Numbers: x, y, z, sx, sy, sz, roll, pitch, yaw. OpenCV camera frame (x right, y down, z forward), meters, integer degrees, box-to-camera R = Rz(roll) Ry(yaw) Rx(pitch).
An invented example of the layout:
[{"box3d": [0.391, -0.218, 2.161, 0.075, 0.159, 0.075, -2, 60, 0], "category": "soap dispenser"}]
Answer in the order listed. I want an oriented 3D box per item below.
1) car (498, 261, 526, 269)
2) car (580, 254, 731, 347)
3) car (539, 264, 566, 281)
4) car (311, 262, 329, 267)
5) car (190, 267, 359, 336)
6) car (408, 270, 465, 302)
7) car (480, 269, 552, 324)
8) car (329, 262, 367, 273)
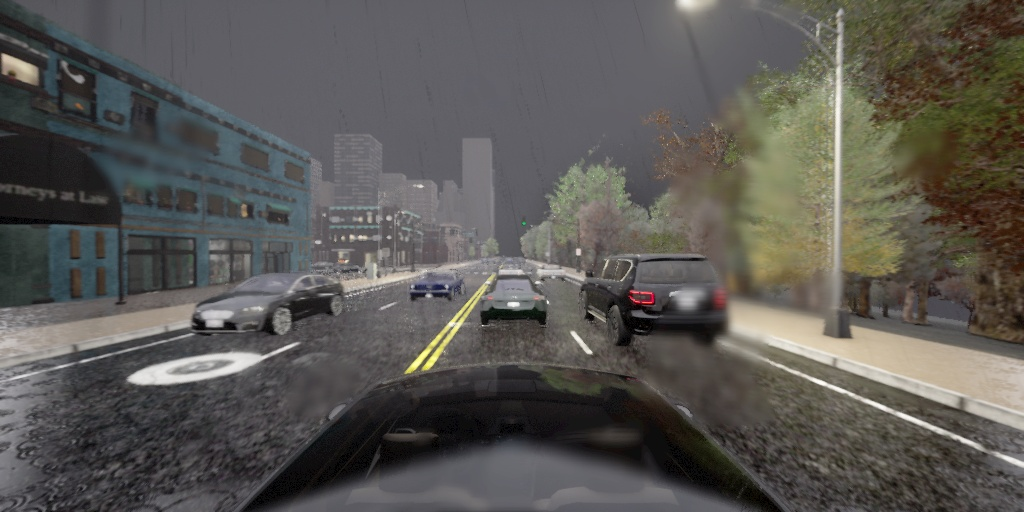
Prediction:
[{"box3d": [-0.090, 1.348, 29.593, 1.895, 1.301, 4.718, 0, 0, 0], "category": "car"}, {"box3d": [3.302, 0.968, 9.461, 2.150, 2.045, 5.566, 0, 0, 0], "category": "car"}, {"box3d": [3.160, 1.346, 29.559, 1.895, 1.301, 4.718, 0, 0, 0], "category": "car"}, {"box3d": [-28.650, 1.577, 53.816, 4.403, 1.370, 2.007, 0, 0, 0], "category": "car"}, {"box3d": [-6.652, 1.245, 10.450, 2.128, 1.511, 4.902, 0, 0, 0], "category": "car"}, {"box3d": [-3.448, 1.352, 17.093, 1.895, 1.301, 4.718, 0, 0, 0], "category": "car"}, {"box3d": [0.034, 1.313, 11.973, 1.994, 1.385, 4.181, 0, 0, 0], "category": "car"}, {"box3d": [-20.255, 1.575, 45.366, 4.313, 1.339, 1.948, 0, 0, 0], "category": "car"}]
